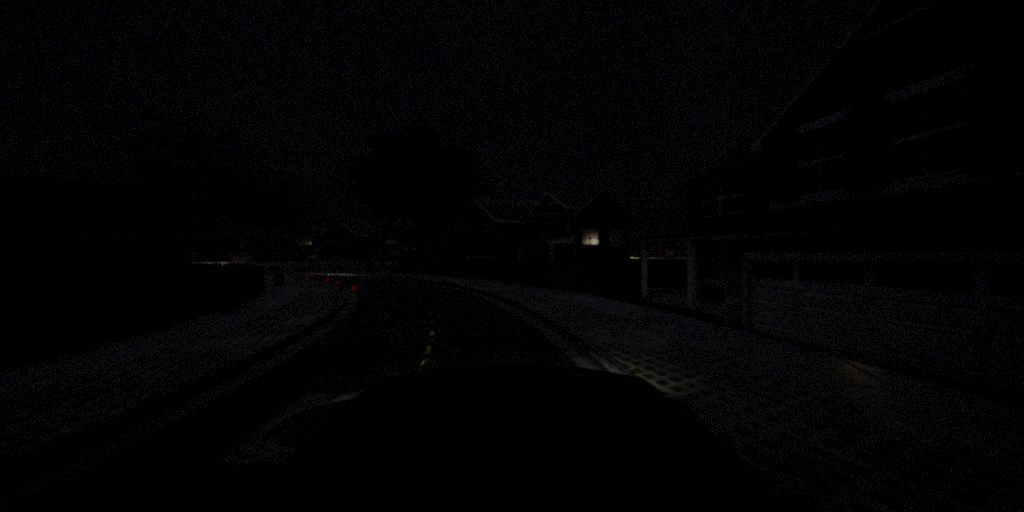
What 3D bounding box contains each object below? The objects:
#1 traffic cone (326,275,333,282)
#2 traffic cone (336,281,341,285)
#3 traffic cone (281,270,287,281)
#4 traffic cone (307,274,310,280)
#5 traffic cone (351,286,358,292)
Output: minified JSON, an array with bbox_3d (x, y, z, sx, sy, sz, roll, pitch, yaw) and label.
[{"bbox_3d":[-14.998,1.849,29.206,0.340,0.580,0.340,0,0,-44],"label":"traffic cone"},{"bbox_3d":[-12.196,1.658,25.538,0.340,0.580,0.340,0,0,-26],"label":"traffic cone"},{"bbox_3d":[-22.223,1.920,35.231,0.340,0.580,0.340,0,0,33],"label":"traffic cone"},{"bbox_3d":[-18.436,1.881,32.427,0.340,0.580,0.340,0,0,40],"label":"traffic cone"},{"bbox_3d":[-9.226,1.634,21.041,0.340,0.580,0.340,0,0,-24],"label":"traffic cone"}]
